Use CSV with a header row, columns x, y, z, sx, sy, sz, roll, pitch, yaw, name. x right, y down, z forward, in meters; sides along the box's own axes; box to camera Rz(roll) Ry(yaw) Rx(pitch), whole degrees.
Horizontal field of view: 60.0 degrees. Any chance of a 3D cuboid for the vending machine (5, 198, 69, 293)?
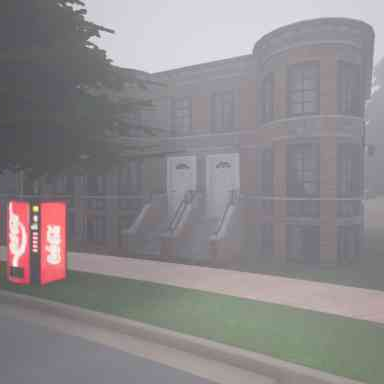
x,y,z,sx,sy,sz,roll,pitch,yaw,name
-3.740,1.195,8.069,0.880,2.100,1.100,0,0,26,vending machine
